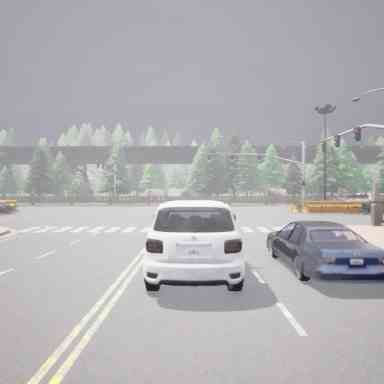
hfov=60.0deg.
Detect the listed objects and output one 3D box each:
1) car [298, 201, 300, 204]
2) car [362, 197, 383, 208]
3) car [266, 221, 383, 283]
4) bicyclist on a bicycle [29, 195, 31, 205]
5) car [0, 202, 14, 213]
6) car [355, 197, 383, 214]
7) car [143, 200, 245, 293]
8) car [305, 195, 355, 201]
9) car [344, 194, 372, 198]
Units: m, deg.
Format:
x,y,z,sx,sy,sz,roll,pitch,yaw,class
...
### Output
x,y,z,sx,sy,sz,roll,pitch,yaw,class
17.834,1.477,47.728,5.008,1.535,1.882,0,0,0,car
27.327,1.505,47.680,4.892,1.490,1.837,0,0,0,car
3.579,1.548,9.697,2.033,1.411,5.357,0,0,0,car
-27.009,1.300,55.766,0.582,1.620,1.656,0,0,0,bicyclist on a bicycle
-20.673,1.352,33.748,4.553,1.767,2.097,0,0,0,car
19.580,1.506,33.517,4.892,1.490,1.837,0,0,0,car
0.068,1.222,9.023,2.150,2.045,5.566,0,0,1,car
16.677,1.491,40.734,4.902,1.511,2.128,0,0,0,car
21.120,1.221,44.210,5.566,2.045,2.150,0,0,0,car
